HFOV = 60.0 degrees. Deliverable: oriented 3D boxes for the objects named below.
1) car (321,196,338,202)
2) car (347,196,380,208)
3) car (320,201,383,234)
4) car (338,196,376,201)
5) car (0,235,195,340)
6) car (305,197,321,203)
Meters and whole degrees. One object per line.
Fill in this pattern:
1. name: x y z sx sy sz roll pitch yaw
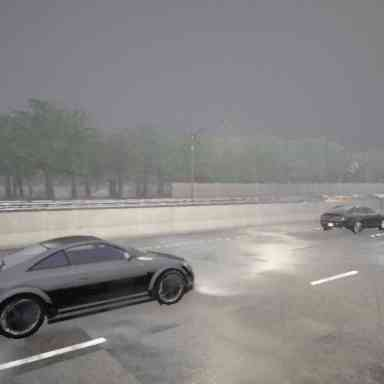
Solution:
1. car: 21.853 1.380 49.393 5.008 1.535 1.882 0 0 -35
2. car: 24.110 1.389 46.701 4.902 1.511 2.128 0 0 -35
3. car: 9.283 1.468 18.938 4.892 1.490 1.837 0 0 -35
4. car: 19.939 1.270 39.528 4.553 1.767 2.097 0 0 -35
5. car: -1.992 1.565 6.622 4.181 1.385 1.994 0 0 -36
6. car: 19.645 1.470 52.113 4.181 1.385 1.994 0 0 -35
